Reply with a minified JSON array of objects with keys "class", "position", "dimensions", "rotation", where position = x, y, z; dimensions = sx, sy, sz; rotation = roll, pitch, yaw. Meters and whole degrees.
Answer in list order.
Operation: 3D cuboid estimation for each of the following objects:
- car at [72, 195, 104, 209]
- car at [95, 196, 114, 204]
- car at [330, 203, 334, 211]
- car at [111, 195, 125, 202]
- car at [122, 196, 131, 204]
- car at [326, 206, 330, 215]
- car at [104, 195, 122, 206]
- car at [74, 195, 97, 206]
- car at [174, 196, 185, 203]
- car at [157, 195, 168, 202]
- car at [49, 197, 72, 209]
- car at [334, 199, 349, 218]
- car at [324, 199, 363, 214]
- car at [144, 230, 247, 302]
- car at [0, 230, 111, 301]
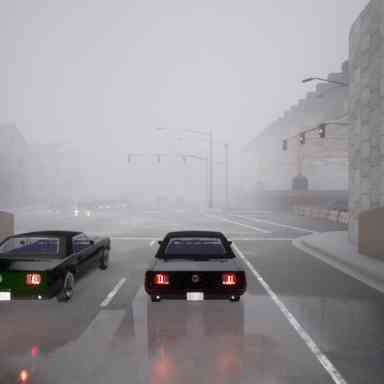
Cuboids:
[{"class":"car","position":[-13.864,1.478,44.707],"dimensions":[1.882,1.535,5.008],"rotation":[0,0,2]},{"class":"car","position":[-16.815,1.547,64.019],"dimensions":[2.033,1.411,5.357],"rotation":[0,0,2]},{"class":"car","position":[13.943,1.453,26.156],"dimensions":[2.038,1.542,4.974],"rotation":[0,0,-35]},{"class":"car","position":[-16.513,1.476,74.566],"dimensions":[1.882,1.535,5.008],"rotation":[0,0,1]},{"class":"car","position":[-13.292,1.601,64.834],"dimensions":[1.895,1.301,4.718],"rotation":[0,0,2]},{"class":"car","position":[14.050,1.453,30.763],"dimensions":[4.974,1.542,2.038],"rotation":[0,0,-45]},{"class":"car","position":[-13.607,1.547,54.530],"dimensions":[2.033,1.411,5.357],"rotation":[0,0,2]},{"class":"car","position":[-17.131,1.352,53.705],"dimensions":[2.097,1.767,4.553],"rotation":[0,0,2]},{"class":"car","position":[-2.643,1.564,69.309],"dimensions":[1.994,1.385,4.181],"rotation":[0,0,1]},{"class":"car","position":[-6.142,1.367,69.397],"dimensions":[1.994,1.385,4.181],"rotation":[0,0,1]},{"class":"car","position":[-17.370,1.491,44.504],"dimensions":[2.128,1.511,4.902],"rotation":[0,0,2]},{"class":"car","position":[13.973,1.295,26.113],"dimensions":[1.853,1.218,4.536],"rotation":[0,0,-35]},{"class":"car","position":[14.086,1.295,30.799],"dimensions":[4.536,1.218,1.853],"rotation":[0,0,-45]},{"class":"car","position":[0.077,1.601,8.238],"dimensions":[1.895,1.301,4.718],"rotation":[0,0,0]},{"class":"car","position":[-3.423,1.601,8.247],"dimensions":[1.895,1.301,4.718],"rotation":[0,0,0]}]
